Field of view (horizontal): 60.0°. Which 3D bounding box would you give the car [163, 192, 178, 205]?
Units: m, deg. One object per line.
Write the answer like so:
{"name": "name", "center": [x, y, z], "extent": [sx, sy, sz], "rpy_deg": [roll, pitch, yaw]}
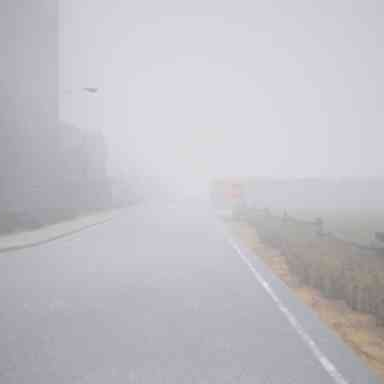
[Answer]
{"name": "car", "center": [-3.518, 1.008, 54.573], "extent": [2.150, 2.045, 5.566], "rpy_deg": [0, 0, 0]}

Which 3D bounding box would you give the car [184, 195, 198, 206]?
{"name": "car", "center": [0.007, 1.321, 51.153], "extent": [1.812, 1.442, 4.674], "rpy_deg": [0, 0, 0]}

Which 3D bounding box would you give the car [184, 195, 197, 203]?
{"name": "car", "center": [-0.375, 1.265, 64.212], "extent": [1.812, 1.442, 4.674], "rpy_deg": [0, 0, -9]}
